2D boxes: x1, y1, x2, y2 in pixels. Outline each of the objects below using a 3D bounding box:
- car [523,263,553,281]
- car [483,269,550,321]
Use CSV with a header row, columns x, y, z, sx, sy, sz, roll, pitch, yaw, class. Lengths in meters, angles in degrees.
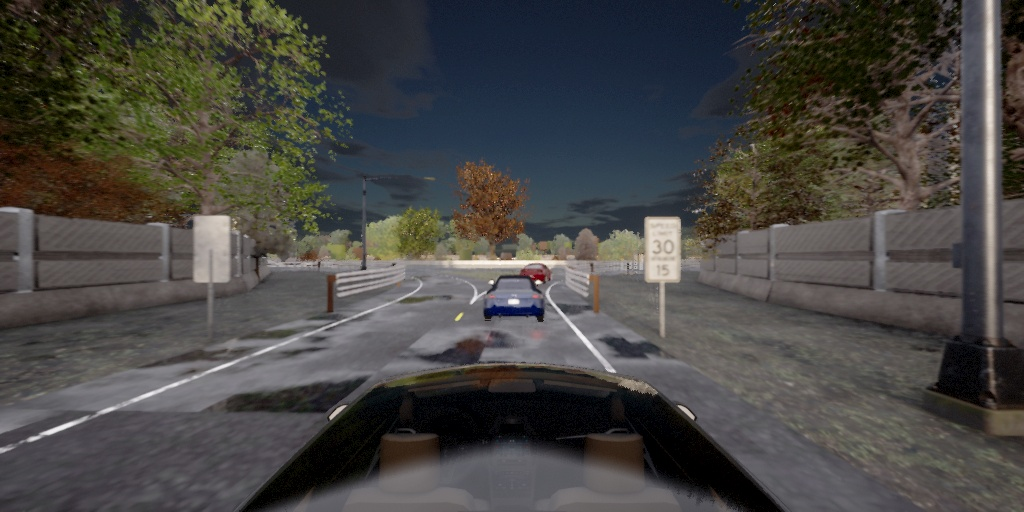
x,y,z,sx,sy,sz,roll,pitch,yaw,class
1.979,1.301,28.125,1.882,1.535,5.008,0,0,14,car
0.101,1.344,12.693,1.994,1.385,4.181,0,0,1,car
